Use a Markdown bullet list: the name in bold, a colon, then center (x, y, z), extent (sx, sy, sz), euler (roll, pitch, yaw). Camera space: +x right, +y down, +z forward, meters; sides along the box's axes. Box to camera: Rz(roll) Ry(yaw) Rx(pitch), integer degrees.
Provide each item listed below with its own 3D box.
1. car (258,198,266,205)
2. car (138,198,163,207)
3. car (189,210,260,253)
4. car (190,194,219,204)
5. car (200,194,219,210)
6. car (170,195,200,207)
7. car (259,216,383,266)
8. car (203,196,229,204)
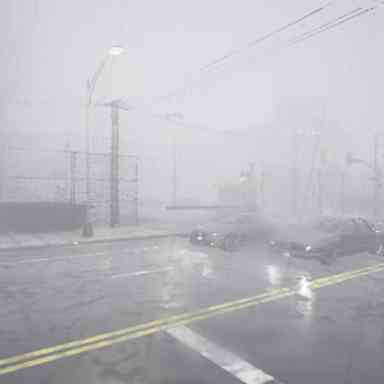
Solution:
- **car**: center (10.545, 1.560, 56.864), extent (4.674, 1.452, 2.002), euler (0, 0, -36)
- **car**: center (-7.100, 1.657, 52.373), extent (4.718, 1.301, 1.895), euler (0, 0, -36)
- **car**: center (1.929, 1.596, 13.969), extent (4.181, 1.385, 1.994), euler (0, 0, -35)
- **car**: center (2.532, 1.367, 67.730), extent (5.566, 2.045, 2.435), euler (0, 0, -36)
- **car**: center (3.639, 1.338, 37.802), extent (4.553, 1.767, 2.185), euler (0, 0, -36)
- **car**: center (-0.839, 1.489, 43.941), extent (4.193, 1.474, 1.816), euler (0, 0, -36)
- **car**: center (5.128, 1.585, 11.956), extent (5.357, 1.411, 2.033), euler (0, 0, -36)
- **car**: center (4.731, 1.538, 65.008), extent (4.786, 1.482, 2.161), euler (0, 0, -36)
